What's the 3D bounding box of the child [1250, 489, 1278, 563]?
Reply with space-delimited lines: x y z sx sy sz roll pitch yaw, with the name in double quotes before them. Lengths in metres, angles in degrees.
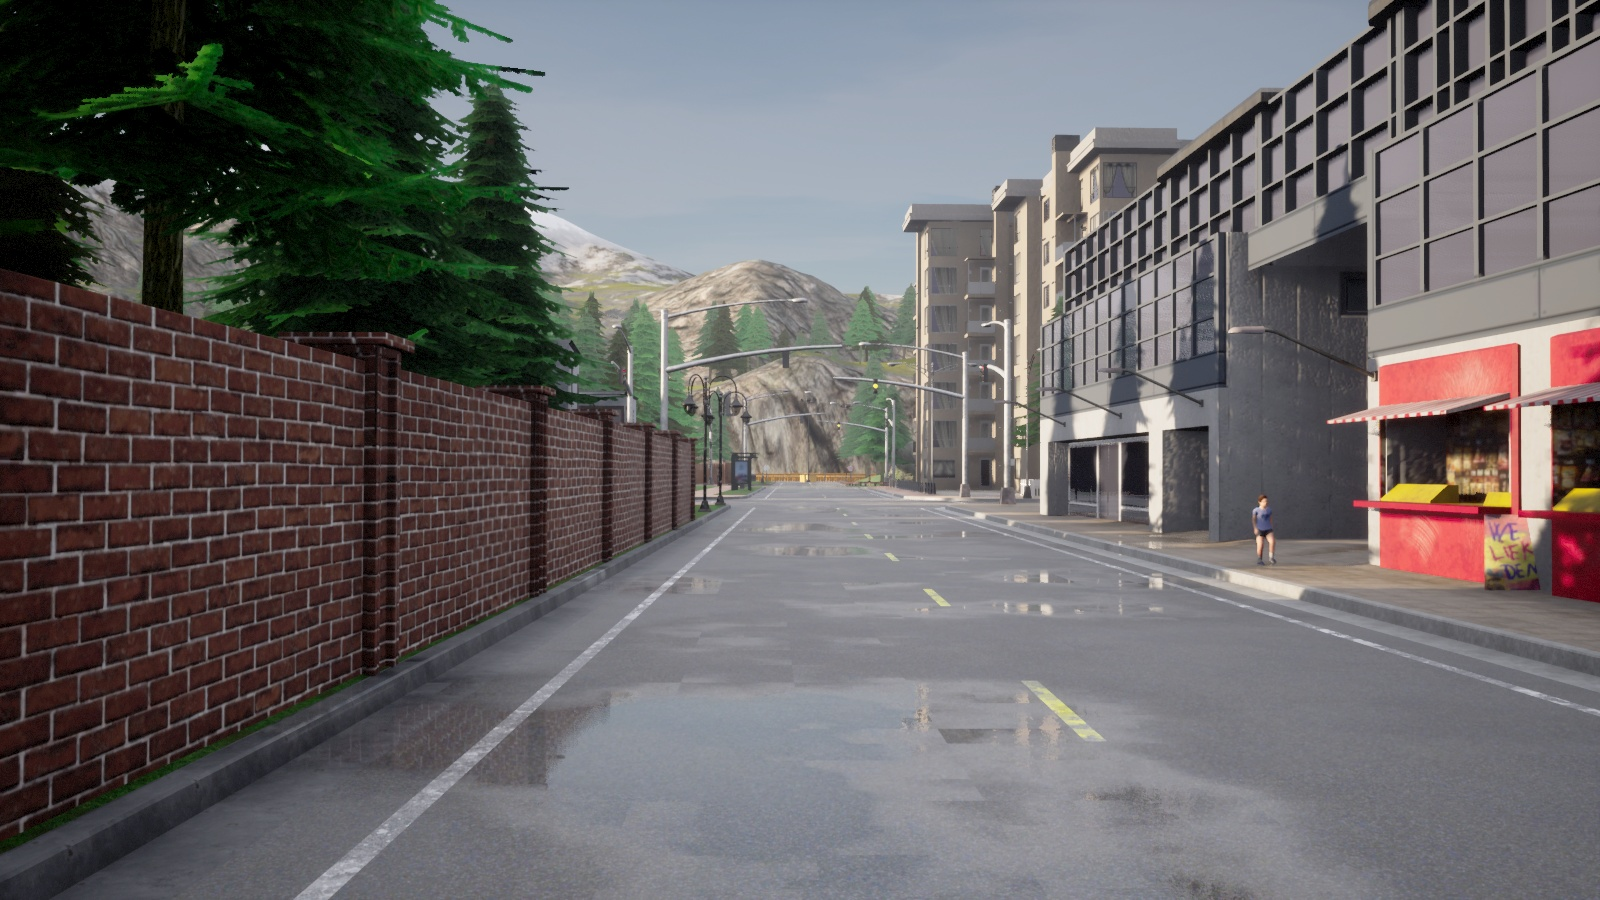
"child" 7.072 1.148 19.145 0.255 1.110 0.394 0 -1 -3
